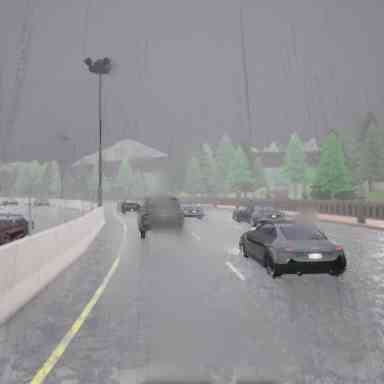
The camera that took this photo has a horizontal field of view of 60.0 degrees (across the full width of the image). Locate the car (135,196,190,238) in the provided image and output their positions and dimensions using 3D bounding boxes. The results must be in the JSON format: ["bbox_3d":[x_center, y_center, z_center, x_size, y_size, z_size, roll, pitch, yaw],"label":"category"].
[{"bbox_3d":[-1.790,1.230,17.999,2.150,2.045,5.566,0,0,-10],"label":"car"}]

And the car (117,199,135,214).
[{"bbox_3d":[-6.842,1.534,35.652,1.837,1.490,4.892,0,0,-20],"label":"car"}]

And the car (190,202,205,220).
[{"bbox_3d":[-0.492,1.551,27.815,2.033,1.411,5.357,0,0,-16],"label":"car"}]

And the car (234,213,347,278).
[{"bbox_3d":[2.838,1.554,10.211,1.994,1.385,4.181,0,0,-6],"label":"car"}]

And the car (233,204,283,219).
[{"bbox_3d":[4.429,1.532,22.580,2.033,1.411,5.357,0,0,-12],"label":"car"}]
